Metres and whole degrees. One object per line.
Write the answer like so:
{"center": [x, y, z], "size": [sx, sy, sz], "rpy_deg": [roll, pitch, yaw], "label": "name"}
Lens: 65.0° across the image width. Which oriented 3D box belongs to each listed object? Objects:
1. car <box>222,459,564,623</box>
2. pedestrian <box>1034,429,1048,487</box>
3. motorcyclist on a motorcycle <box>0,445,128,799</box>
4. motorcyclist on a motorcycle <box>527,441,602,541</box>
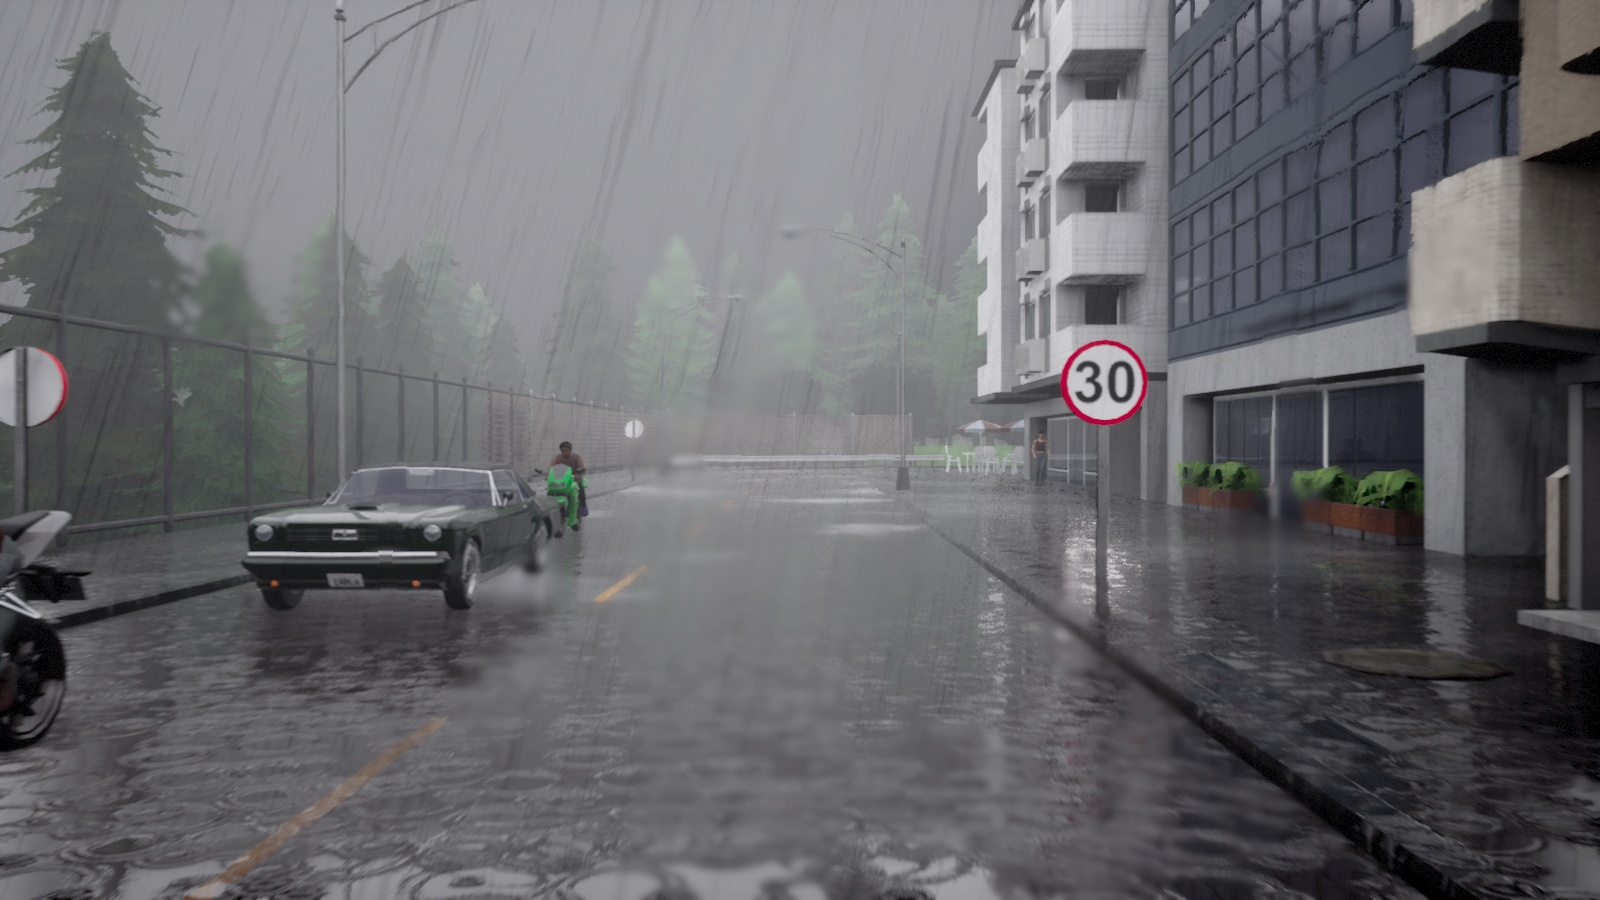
{"center": [-3.825, 0.771, 12.776], "size": [1.895, 1.301, 4.718], "rpy_deg": [0, 0, 1], "label": "car"}
{"center": [7.773, 0.250, 40.509], "size": [0.345, 1.836, 0.594], "rpy_deg": [0, 0, 1], "label": "pedestrian"}
{"center": [-3.903, 0.748, 5.343], "size": [0.866, 1.530, 2.191], "rpy_deg": [0, 0, 1], "label": "motorcyclist on a motorcycle"}
{"center": [-3.733, 0.612, 20.055], "size": [0.797, 1.523, 2.044], "rpy_deg": [0, 0, 1], "label": "motorcyclist on a motorcycle"}
